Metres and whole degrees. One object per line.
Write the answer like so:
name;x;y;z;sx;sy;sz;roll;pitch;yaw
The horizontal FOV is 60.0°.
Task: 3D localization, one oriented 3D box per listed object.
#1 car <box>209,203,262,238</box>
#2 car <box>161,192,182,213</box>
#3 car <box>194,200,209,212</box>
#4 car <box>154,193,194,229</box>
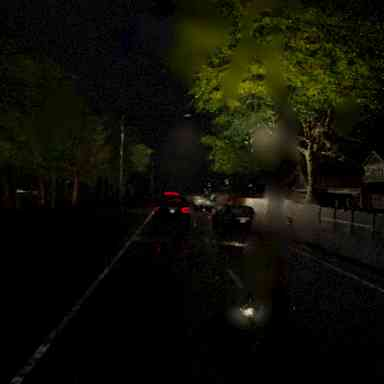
car;2.411;1.463;18.715;2.097;1.767;4.553;2;0;-4
car;-2.377;1.127;38.287;2.150;2.045;5.566;2;1;-3
car;1.156;1.629;38.291;1.895;1.301;4.718;2;0;-3
car;-1.305;1.200;21.929;2.150;2.045;5.566;2;0;-4
